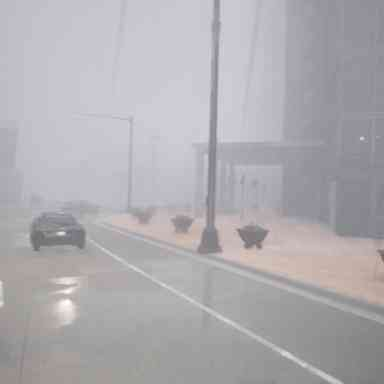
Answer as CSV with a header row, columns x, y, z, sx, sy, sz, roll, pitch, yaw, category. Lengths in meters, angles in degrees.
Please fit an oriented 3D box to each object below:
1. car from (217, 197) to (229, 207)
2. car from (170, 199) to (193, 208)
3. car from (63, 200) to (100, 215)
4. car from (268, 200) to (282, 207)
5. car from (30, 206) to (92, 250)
x,y,z,sx,sy,sz,roll,pitch,yaw,category
5.780,1.980,66.296,5.566,2.045,2.150,2,0,-31,car
-1.660,1.924,55.421,1.882,1.535,5.008,1,-1,32,car
-10.251,1.473,31.030,2.128,1.511,4.902,1,-1,7,car
19.269,2.572,74.596,4.892,1.490,1.837,2,-1,-32,car
-5.829,1.524,14.314,1.994,1.385,4.181,2,-1,-27,car
